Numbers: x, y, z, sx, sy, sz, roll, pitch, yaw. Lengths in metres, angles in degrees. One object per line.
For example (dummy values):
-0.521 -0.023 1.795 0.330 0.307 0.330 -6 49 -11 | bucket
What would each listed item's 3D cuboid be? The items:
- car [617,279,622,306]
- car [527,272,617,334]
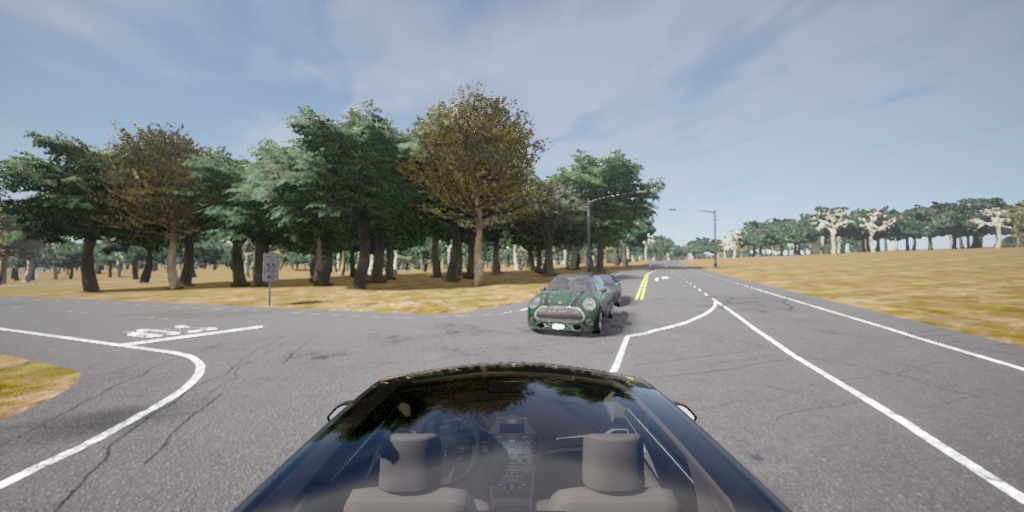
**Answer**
4.313 1.569 17.652 1.994 1.385 4.181 -1 0 20 | car
2.089 1.382 11.938 2.097 1.767 4.553 -1 -1 21 | car
